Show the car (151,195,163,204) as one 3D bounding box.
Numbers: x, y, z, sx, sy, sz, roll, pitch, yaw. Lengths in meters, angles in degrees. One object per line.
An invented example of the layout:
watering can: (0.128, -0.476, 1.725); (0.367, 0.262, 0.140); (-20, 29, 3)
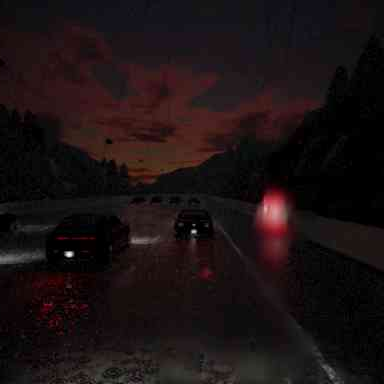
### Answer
car: (-6.629, 1.433, 63.701); (1.837, 1.490, 4.892); (1, 0, 0)

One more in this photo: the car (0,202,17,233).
car: (-10.360, 1.372, 15.877); (1.882, 1.535, 5.008); (1, 0, 0)

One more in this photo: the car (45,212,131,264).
car: (-3.390, 1.470, 11.655); (1.837, 1.490, 4.892); (0, 0, 0)

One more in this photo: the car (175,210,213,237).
car: (0.122, 1.600, 18.063); (1.895, 1.301, 4.718); (1, 0, 1)

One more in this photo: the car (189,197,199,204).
car: (0.375, 1.561, 64.142); (1.994, 1.385, 4.181); (1, 0, 0)

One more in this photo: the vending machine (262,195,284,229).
vending machine: (5.080, 1.244, 20.903); (1.100, 2.100, 0.880); (1, 0, 0)

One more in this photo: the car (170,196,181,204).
car: (-3.128, 1.468, 63.986); (1.837, 1.490, 4.892); (1, 0, 0)

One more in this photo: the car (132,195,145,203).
car: (-10.131, 1.384, 63.243); (2.128, 1.511, 4.902); (1, 0, 0)

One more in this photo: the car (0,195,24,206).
car: (-27.812, 1.207, 50.389); (2.128, 1.511, 4.902); (1, 0, 1)
